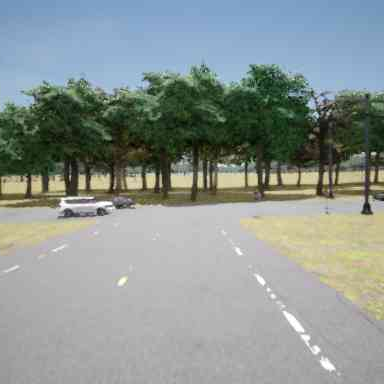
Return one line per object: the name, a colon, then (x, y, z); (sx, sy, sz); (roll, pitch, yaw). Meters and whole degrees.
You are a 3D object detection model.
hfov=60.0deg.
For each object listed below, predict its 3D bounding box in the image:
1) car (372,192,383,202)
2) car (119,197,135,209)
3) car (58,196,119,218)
car: (25.194, 0.468, 41.626); (4.892, 1.490, 1.837); (-3, 3, 0)
car: (-9.608, 1.374, 41.522); (4.902, 1.511, 2.128); (-2, 3, 0)
car: (-10.936, 1.502, 34.502); (5.566, 2.045, 2.150); (-2, 3, 0)
